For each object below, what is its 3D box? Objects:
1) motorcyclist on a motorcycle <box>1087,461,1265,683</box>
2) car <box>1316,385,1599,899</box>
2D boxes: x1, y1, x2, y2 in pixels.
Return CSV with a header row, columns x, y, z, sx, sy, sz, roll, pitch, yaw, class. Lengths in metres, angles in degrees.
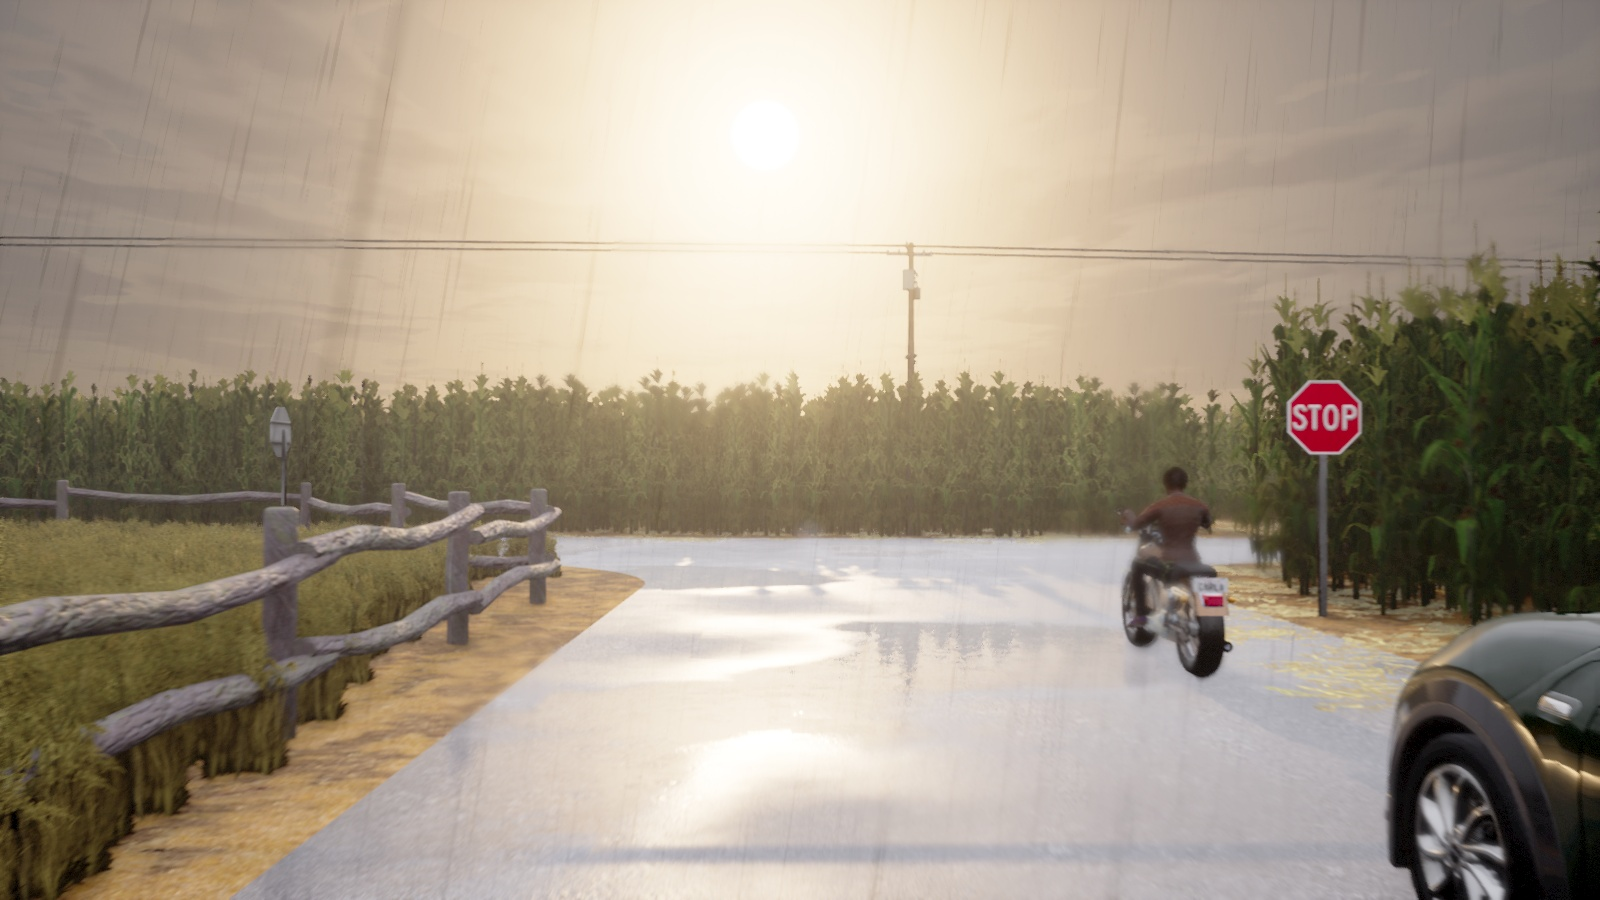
x,y,z,sx,sy,sz,roll,pitch,yaw,class
3.074,0.929,10.539,0.766,1.649,2.350,0,-1,0,motorcyclist on a motorcycle
3.093,0.706,2.663,2.097,1.767,4.553,0,-1,0,car
